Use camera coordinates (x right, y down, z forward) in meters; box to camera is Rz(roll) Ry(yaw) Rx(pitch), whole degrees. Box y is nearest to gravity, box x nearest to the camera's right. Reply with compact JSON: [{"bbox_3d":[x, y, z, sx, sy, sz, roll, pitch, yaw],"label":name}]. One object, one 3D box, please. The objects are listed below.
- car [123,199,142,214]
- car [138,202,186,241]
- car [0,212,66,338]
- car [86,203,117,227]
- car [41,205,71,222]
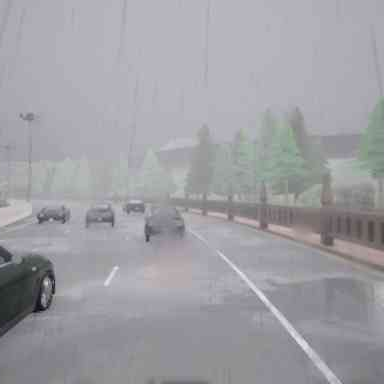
[{"bbox_3d":[-6.218,1.513,35.410,1.882,1.535,5.008,0,0,-18],"label":"car"},{"bbox_3d":[-1.467,1.500,16.692,2.128,1.511,4.902,0,0,-9],"label":"car"},{"bbox_3d":[-3.707,1.372,4.825,2.097,1.767,4.553,0,0,-3],"label":"car"},{"bbox_3d":[-6.331,1.527,23.320,2.128,1.511,4.902,0,0,-13],"label":"car"},{"bbox_3d":[-10.427,1.659,25.438,1.895,1.301,4.718,0,0,-15],"label":"car"}]
